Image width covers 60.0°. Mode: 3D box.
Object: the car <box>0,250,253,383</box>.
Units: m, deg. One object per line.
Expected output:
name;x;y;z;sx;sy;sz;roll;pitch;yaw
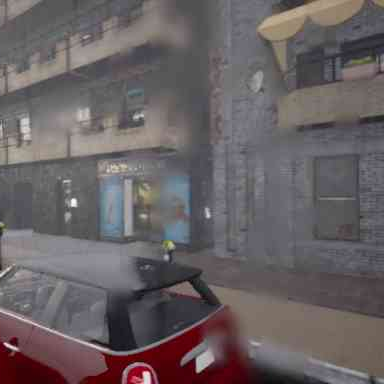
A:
car;-1.470;1.428;3.933;4.097;1.590;1.967;0;-1;35
